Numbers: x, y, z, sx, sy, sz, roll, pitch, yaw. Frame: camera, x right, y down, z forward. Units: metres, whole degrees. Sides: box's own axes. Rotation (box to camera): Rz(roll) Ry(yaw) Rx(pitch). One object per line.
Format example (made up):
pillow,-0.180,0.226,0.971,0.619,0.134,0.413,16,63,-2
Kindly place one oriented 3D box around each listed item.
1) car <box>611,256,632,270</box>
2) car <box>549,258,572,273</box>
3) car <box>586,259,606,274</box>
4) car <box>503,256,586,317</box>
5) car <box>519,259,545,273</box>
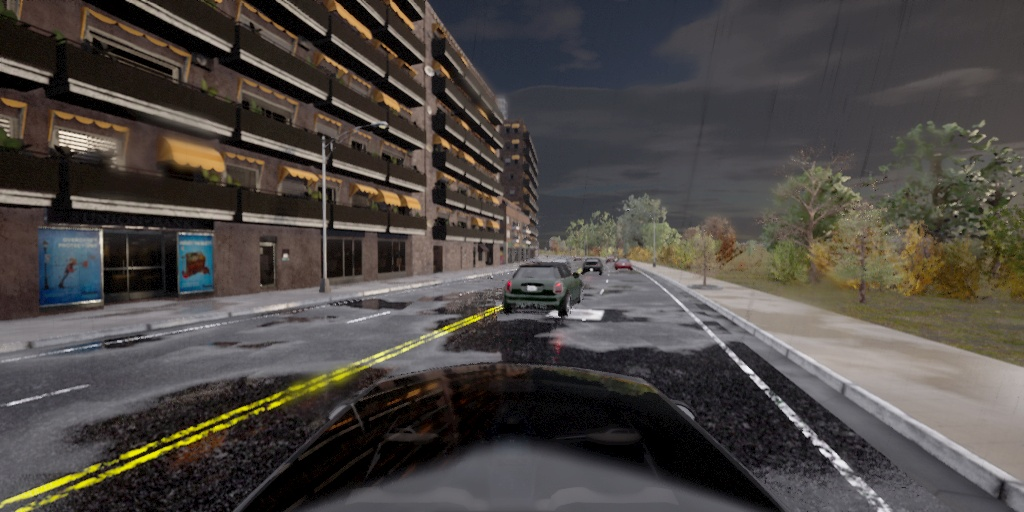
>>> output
car,13.898,0.972,45.062,1.994,1.385,4.181,0,0,14
car,5.236,0.998,38.423,1.812,1.442,4.674,0,0,15
car,7.976,0.996,35.325,1.837,1.490,4.892,0,0,15
car,1.292,1.018,13.123,2.097,1.767,4.553,0,0,18
car,2.274,1.029,39.918,1.994,1.385,4.181,0,0,15
